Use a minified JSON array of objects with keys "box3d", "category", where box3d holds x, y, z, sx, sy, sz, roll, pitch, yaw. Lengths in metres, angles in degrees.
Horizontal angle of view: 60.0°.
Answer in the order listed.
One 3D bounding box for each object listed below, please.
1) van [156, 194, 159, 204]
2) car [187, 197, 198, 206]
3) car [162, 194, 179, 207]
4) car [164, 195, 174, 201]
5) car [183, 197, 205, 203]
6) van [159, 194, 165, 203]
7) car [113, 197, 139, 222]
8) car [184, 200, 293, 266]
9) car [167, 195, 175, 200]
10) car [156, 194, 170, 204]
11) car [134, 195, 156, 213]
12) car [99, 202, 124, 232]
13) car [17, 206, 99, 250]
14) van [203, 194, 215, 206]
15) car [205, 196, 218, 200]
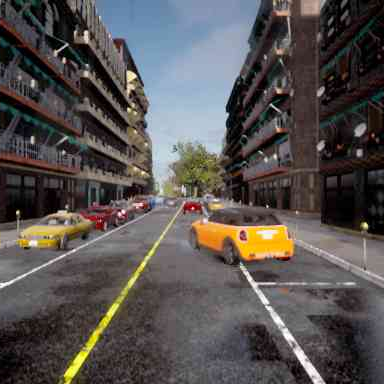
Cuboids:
[{"box3d":[-5.688,1.322,42.806,1.690,1.788,3.998,1,0,0],"category":"van"},{"box3d":[0.078,1.504,55.131,1.812,1.442,4.674,0,0,0],"category":"car"},{"box3d":[-3.072,1.504,51.310,1.812,1.442,4.674,0,0,0],"category":"car"},{"box3d":[-5.703,1.529,82.439,2.008,1.369,4.403,1,0,0],"category":"car"},{"box3d":[0.083,1.461,35.543,1.882,1.535,5.008,0,0,0],"category":"car"},{"box3d":[-5.693,1.318,59.791,1.690,1.788,3.998,1,0,0],"category":"van"},{"box3d":[-5.685,1.427,25.822,1.967,1.590,4.097,1,0,0],"category":"car"},{"box3d":[1.511,1.344,11.869,2.097,1.767,4.553,0,0,-20],"category":"car"},{"box3d":[-5.798,1.532,93.758,2.008,1.369,4.403,1,0,0],"category":"car"},{"box3d":[-5.694,1.292,65.453,2.192,1.841,5.009,1,0,0],"category":"car"},{"box3d":[-5.686,1.298,37.145,2.192,1.841,5.009,1,0,0],"category":"car"},{"box3d":[-5.685,1.534,20.159,1.887,1.381,4.507,1,0,0],"category":"car"},{"box3d":[-5.684,1.517,14.329,1.752,1.417,4.829,1,0,0],"category":"car"},{"box3d":[2.675,1.319,54.094,1.690,1.788,3.998,1,0,0],"category":"van"},{"box3d":[2.692,1.508,37.279,1.752,1.417,4.829,1,0,0],"category":"car"}]
